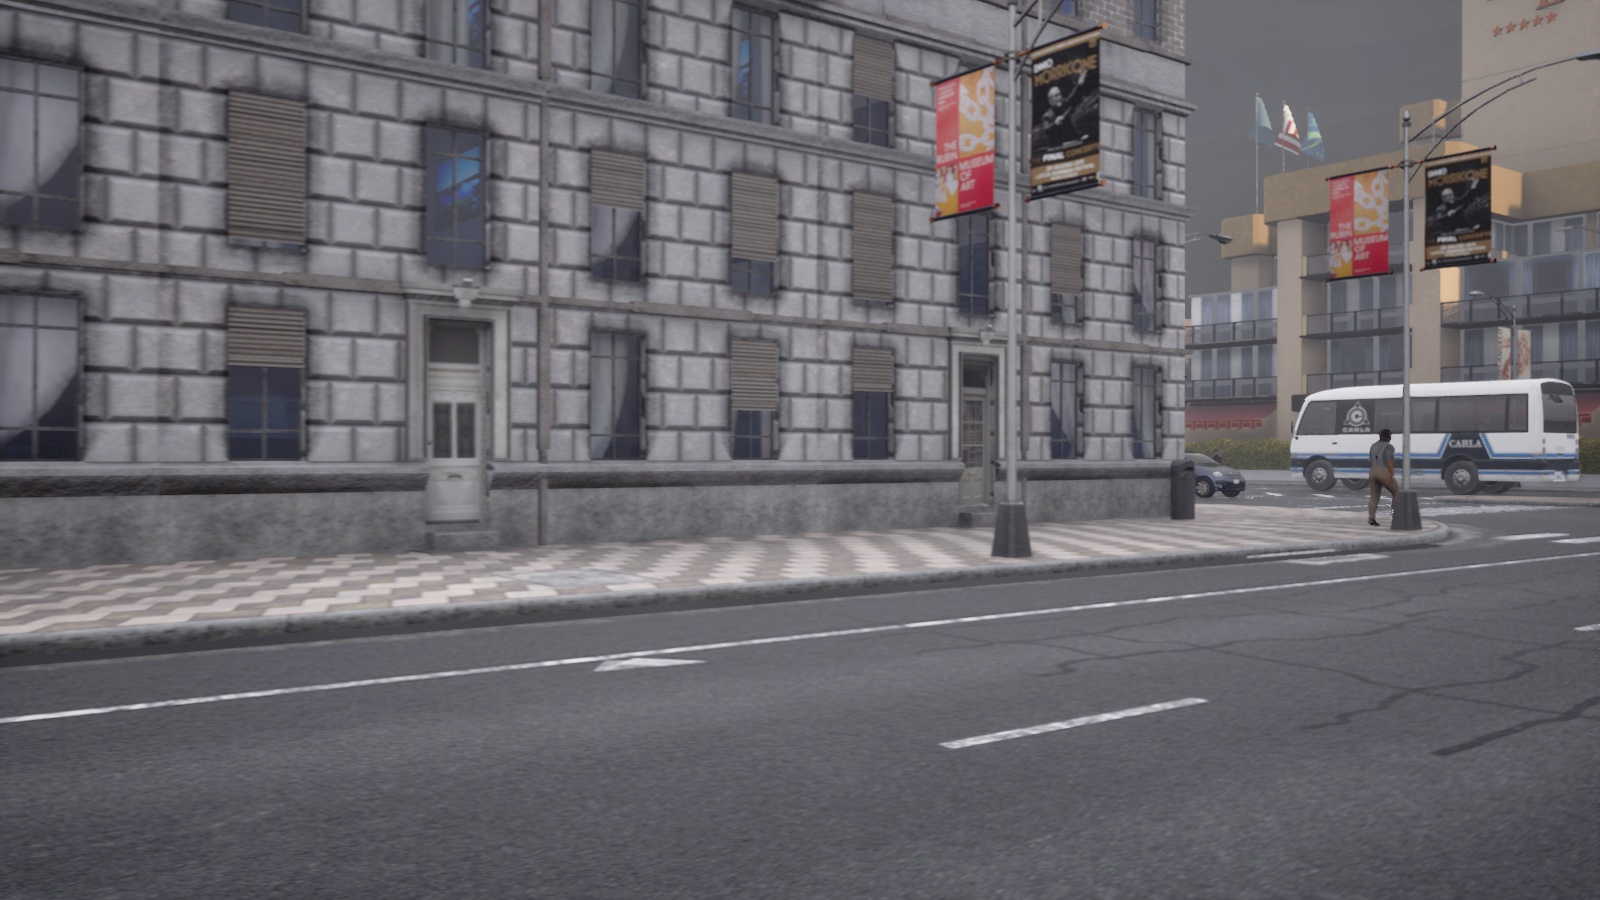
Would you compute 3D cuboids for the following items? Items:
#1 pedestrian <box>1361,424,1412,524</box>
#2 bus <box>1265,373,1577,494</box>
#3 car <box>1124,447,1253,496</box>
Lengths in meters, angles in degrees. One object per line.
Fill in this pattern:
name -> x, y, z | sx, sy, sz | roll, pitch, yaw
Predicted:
pedestrian -> 10.943, 0.439, 23.445 | 0.694, 1.848, 0.540 | 0, 0, -25
bus -> 23.987, -0.555, 49.261 | 3.944, 4.253, 10.273 | 0, 0, -37
car -> 13.554, 0.729, 44.026 | 1.851, 1.617, 3.988 | 0, 0, -37
